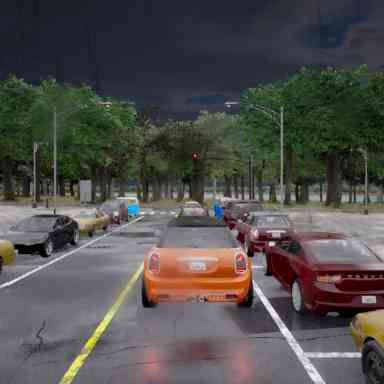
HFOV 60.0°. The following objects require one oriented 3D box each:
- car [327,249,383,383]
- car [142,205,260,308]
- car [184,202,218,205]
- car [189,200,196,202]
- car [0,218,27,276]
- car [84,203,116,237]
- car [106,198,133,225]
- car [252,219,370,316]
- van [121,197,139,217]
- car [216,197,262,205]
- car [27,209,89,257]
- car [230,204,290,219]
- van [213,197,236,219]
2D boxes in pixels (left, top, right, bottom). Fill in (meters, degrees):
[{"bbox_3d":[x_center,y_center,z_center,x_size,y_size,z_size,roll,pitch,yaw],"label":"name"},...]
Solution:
[{"bbox_3d":[2.762,1.525,2.156,1.752,1.417,4.829,0,0,0],"label":"car"},{"bbox_3d":[0.106,1.352,8.096,2.097,1.767,4.553,0,0,0],"label":"car"},{"bbox_3d":[0.113,1.493,17.310,2.128,1.511,4.902,0,0,0],"label":"car"},{"bbox_3d":[0.021,1.460,27.255,1.801,1.575,5.366,0,0,1],"label":"car"},{"bbox_3d":[-5.758,1.525,7.261,1.752,1.417,4.829,0,0,0],"label":"car"},{"bbox_3d":[-5.749,1.527,18.136,1.752,1.417,4.829,0,0,0],"label":"car"},{"bbox_3d":[-5.744,1.443,23.744,1.967,1.590,4.097,0,0,0],"label":"car"},{"bbox_3d":[2.767,1.545,7.424,1.887,1.381,4.507,0,0,0],"label":"car"},{"bbox_3d":[-5.739,1.346,29.182,1.690,1.788,3.998,0,0,0],"label":"van"},{"bbox_3d":[2.776,1.317,18.299,2.192,1.841,5.009,0,0,0],"label":"car"},{"bbox_3d":[-5.753,1.567,12.869,1.947,1.339,4.313,0,0,0],"label":"car"},{"bbox_3d":[2.772,1.441,12.861,1.967,1.590,4.097,0,0,0],"label":"car"},{"bbox_3d":[2.786,1.346,29.174,1.690,1.788,3.998,0,0,0],"label":"van"}]
